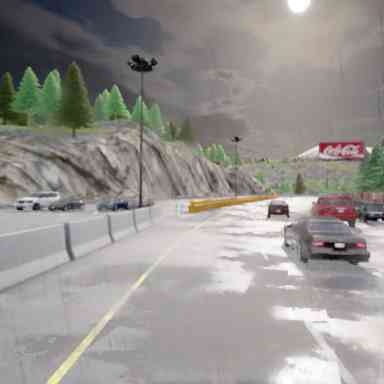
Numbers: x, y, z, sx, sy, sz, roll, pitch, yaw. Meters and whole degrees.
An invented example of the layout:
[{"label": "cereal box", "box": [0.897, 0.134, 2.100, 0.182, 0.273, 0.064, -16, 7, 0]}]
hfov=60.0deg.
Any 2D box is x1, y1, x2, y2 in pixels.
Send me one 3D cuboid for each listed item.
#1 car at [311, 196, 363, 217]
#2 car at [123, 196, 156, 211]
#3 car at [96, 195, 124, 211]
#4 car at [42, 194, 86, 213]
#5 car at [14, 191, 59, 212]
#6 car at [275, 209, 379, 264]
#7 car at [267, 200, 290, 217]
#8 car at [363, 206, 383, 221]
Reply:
[{"label": "car", "box": [9.935, 1.294, 23.645, 2.150, 2.045, 5.566, 1, 0, 11]}, {"label": "car", "box": [-5.312, 1.401, 36.085, 1.812, 1.442, 4.674, 1, 0, 15]}, {"label": "car", "box": [-8.692, 1.174, 36.980, 2.097, 1.767, 4.553, 1, 0, 15]}, {"label": "car", "box": [-12.893, 1.284, 34.483, 1.837, 1.490, 4.892, 1, 0, 14]}, {"label": "car", "box": [-16.256, 0.958, 35.465, 2.150, 2.045, 5.566, 1, 0, 14]}, {"label": "car", "box": [4.526, 1.578, 12.019, 2.033, 1.411, 5.357, 1, 0, 7]}, {"label": "car", "box": [8.110, 1.513, 31.281, 1.882, 1.535, 5.008, 1, 0, 14]}, {"label": "car", "box": [14.045, 1.718, 26.138, 1.895, 1.301, 4.718, 1, 0, 13]}]
